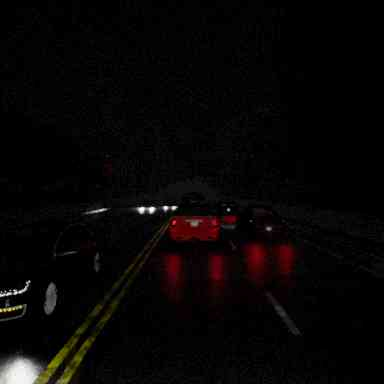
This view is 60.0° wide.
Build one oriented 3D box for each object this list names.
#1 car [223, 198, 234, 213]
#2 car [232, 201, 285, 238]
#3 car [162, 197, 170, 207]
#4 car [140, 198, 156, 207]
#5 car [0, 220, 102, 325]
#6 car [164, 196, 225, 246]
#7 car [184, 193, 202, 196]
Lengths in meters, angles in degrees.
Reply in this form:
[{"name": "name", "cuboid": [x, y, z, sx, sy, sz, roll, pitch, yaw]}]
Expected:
[{"name": "car", "cuboid": [3.333, 1.389, 32.718, 1.837, 1.490, 4.892, 0, 0, 0]}, {"name": "car", "cuboid": [3.340, 1.399, 16.755, 1.812, 1.442, 4.674, 0, 0, 0]}, {"name": "car", "cuboid": [-3.337, 1.511, 50.703, 1.994, 1.385, 4.181, 0, 0, 0]}, {"name": "car", "cuboid": [-6.591, 1.544, 49.686, 1.895, 1.301, 4.718, 0, 0, 0]}, {"name": "car", "cuboid": [-3.352, 1.431, 7.229, 1.837, 1.490, 4.892, 0, 0, 0]}, {"name": "car", "cuboid": [0.091, 1.232, 14.784, 2.097, 1.767, 4.553, 0, 0, 0]}, {"name": "car", "cuboid": [0.083, 1.101, 31.697, 2.150, 2.045, 5.566, 0, 0, 0]}]
